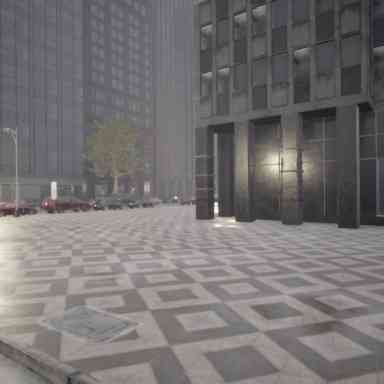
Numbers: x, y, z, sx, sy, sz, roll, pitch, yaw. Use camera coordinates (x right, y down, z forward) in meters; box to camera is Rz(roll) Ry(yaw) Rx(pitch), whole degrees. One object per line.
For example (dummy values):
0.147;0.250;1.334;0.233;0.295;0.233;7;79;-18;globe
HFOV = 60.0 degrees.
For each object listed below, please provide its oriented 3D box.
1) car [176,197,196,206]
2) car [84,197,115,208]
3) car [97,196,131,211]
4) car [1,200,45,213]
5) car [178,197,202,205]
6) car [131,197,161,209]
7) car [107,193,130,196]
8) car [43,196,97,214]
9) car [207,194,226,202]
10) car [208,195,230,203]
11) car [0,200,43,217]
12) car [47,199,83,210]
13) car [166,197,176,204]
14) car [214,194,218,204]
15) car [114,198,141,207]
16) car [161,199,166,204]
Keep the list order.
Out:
-0.105;1.464;53.108;1.887;1.381;4.507;-1;0;35;car
-13.528;1.486;48.681;1.967;1.590;4.097;-1;0;35;car
-9.722;1.526;39.192;1.947;1.339;4.313;-1;0;35;car
-19.938;1.644;39.403;1.947;1.339;4.313;-1;0;35;car
-0.298;1.507;57.339;1.994;1.385;4.181;-1;0;34;car
-6.516;1.510;43.830;1.947;1.339;4.313;-1;0;35;car
-11.032;1.235;47.441;2.150;2.045;5.566;-1;-1;35;car
-12.929;1.291;34.554;2.192;1.841;5.009;-1;0;35;car
5.710;1.298;76.518;2.192;1.841;5.009;-1;0;35;car
5.373;1.418;65.560;2.128;1.511;4.902;-1;0;35;car
-16.133;1.577;29.914;1.802;1.307;4.206;-1;0;35;car
-16.732;1.643;44.042;1.802;1.307;4.206;-1;0;35;car
-3.907;1.576;62.599;1.947;1.339;4.313;-1;0;35;car
3.100;1.223;57.748;2.192;1.841;5.009;-1;0;35;car
-10.319;1.614;53.320;1.802;1.307;4.206;-1;0;35;car
-7.211;1.546;57.819;1.752;1.417;4.829;-1;0;35;car
